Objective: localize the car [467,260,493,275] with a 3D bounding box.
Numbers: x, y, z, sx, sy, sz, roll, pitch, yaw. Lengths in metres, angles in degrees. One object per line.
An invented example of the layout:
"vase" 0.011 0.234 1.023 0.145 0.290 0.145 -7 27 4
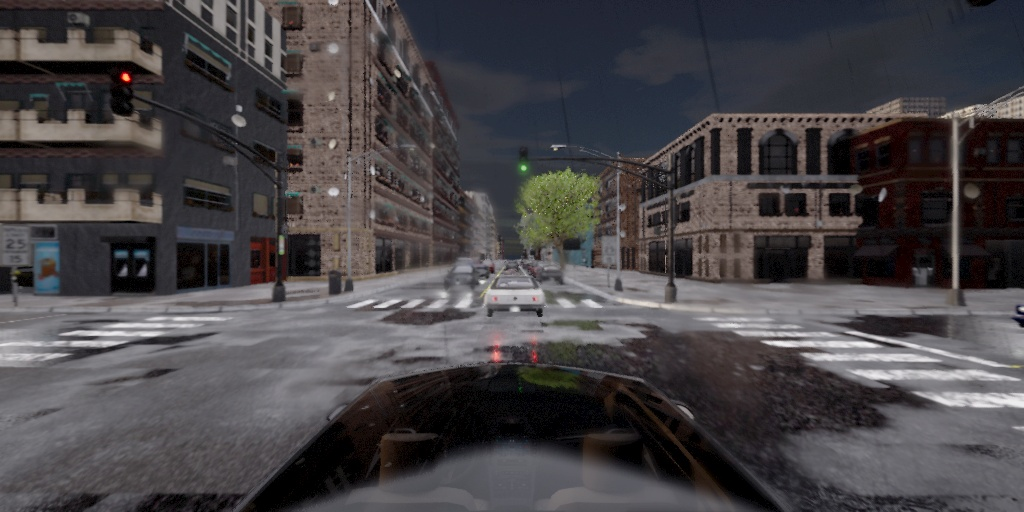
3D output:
"car" -3.066 1.343 32.830 1.994 1.385 4.181 0 0 0

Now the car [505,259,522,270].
"car" 0.026 1.301 52.345 2.128 1.511 4.902 0 0 0

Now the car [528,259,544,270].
"car" 2.706 1.217 31.684 1.967 1.591 4.097 0 0 0

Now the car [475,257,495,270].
"car" -3.049 1.271 43.219 1.882 1.535 5.008 0 0 1

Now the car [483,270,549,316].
"car" 0.107 1.356 13.300 1.895 1.301 4.718 0 0 0

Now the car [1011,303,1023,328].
"car" 14.953 1.421 8.281 4.718 1.301 1.895 0 0 0

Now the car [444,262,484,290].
"car" -3.083 1.292 22.855 1.812 1.442 4.674 0 0 0

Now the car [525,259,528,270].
"car" 2.709 1.224 37.380 1.967 1.591 4.097 0 0 0

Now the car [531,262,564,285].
"car" 2.703 1.320 25.987 2.007 1.370 4.403 0 0 0

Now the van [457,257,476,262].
"van" -5.669 1.134 43.083 1.690 1.789 3.998 0 0 0

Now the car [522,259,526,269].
"car" 2.718 1.364 54.470 2.007 1.370 4.403 0 0 0
